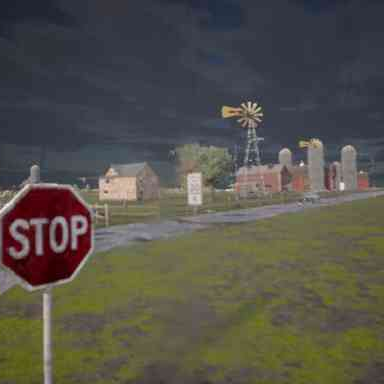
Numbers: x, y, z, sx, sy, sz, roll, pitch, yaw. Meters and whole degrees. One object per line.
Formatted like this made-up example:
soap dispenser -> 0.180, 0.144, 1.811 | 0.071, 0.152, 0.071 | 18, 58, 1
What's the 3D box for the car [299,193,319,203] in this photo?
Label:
car -> 16.878, 0.791, 47.916 | 1.994, 1.385, 4.181 | -2, 0, 36
